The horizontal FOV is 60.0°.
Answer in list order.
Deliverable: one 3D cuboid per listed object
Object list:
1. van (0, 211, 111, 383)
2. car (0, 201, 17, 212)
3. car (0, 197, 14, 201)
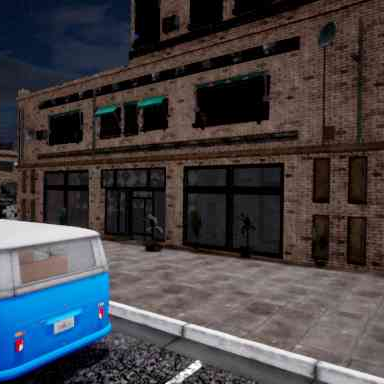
[{"bbox_3d":[-3.021,1.340,5.016,3.998,1.788,1.690,0,1,36],"label":"van"},{"bbox_3d":[-16.147,1.792,31.289,1.947,1.339,4.313,0,0,36],"label":"car"},{"bbox_3d":[-20.727,1.489,34.816,2.097,1.767,4.553,1,0,36],"label":"car"}]
